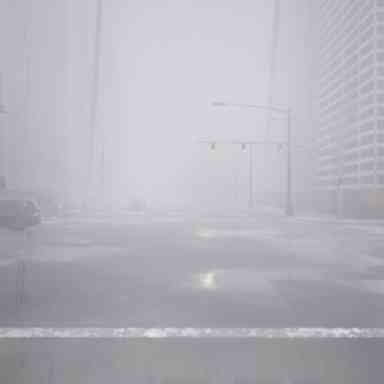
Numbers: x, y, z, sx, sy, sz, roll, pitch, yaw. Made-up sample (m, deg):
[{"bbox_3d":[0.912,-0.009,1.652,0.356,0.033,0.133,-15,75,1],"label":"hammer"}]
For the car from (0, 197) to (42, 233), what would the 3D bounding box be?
[{"bbox_3d":[-11.819,1.388,19.395,5.566,2.045,2.150,0,4,-22],"label":"car"}]

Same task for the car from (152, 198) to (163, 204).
[{"bbox_3d":[-7.099,1.872,69.464,1.994,1.385,4.181,0,0,0],"label":"car"}]

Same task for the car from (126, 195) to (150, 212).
[{"bbox_3d":[-7.060,1.541,42.510,2.097,1.767,4.553,0,0,0],"label":"car"}]
